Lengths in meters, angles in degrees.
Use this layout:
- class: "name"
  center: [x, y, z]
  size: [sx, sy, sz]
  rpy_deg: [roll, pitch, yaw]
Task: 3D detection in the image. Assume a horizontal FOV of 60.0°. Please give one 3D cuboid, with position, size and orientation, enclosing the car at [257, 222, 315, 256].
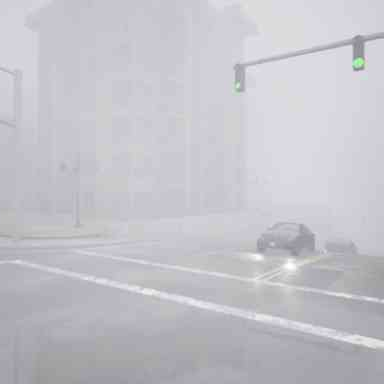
- class: "car"
  center: [4.824, 2.241, 16.579]
  size: [1.812, 1.442, 4.674]
  rpy_deg: [0, -5, 33]

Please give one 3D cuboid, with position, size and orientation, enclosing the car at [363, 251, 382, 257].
- class: "car"
  center: [24.041, 8.677, 44.257]
  size: [2.097, 1.767, 4.553]
  rpy_deg: [0, -8, 35]

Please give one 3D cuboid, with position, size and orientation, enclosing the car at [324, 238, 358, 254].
- class: "car"
  center: [12.407, 4.569, 27.564]
  size: [1.882, 1.535, 5.008]
  rpy_deg: [0, -13, 35]
